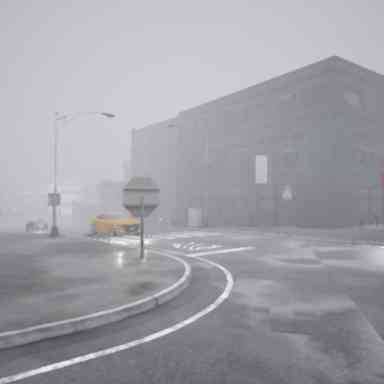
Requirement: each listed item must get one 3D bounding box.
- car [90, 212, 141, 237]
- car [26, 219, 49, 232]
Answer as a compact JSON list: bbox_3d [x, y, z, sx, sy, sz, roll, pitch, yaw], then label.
[{"bbox_3d":[-5.013,2.048,21.681,1.882,1.535,5.008,1,-4,-37],"label":"car"},{"bbox_3d":[-18.656,3.982,39.974,2.128,1.511,4.902,1,-6,-36],"label":"car"}]
